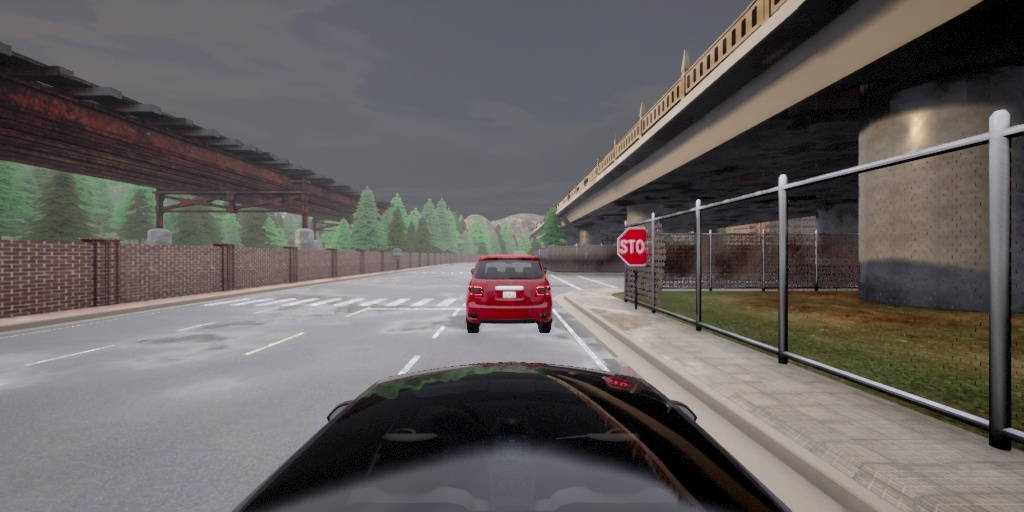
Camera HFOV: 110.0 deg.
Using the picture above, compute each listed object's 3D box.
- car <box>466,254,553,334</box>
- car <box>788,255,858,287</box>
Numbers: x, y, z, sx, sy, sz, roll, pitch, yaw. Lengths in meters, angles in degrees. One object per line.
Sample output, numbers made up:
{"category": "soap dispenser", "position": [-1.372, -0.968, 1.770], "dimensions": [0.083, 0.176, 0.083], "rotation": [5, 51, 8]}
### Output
{"category": "car", "position": [-0.093, 0.971, 10.804], "dimensions": [2.150, 2.045, 5.566], "rotation": [0, 0, -1]}
{"category": "car", "position": [21.110, 0.971, 23.742], "dimensions": [5.566, 2.045, 2.150], "rotation": [0, 0, 0]}
